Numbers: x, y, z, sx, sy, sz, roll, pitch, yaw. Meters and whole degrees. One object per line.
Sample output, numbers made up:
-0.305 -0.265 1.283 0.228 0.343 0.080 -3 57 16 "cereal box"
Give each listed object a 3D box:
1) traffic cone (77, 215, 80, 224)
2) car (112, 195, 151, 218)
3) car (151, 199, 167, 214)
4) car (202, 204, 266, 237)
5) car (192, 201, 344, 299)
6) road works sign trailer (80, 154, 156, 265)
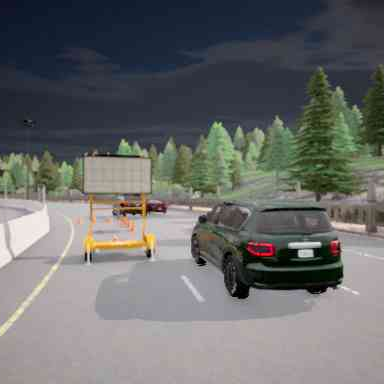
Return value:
-8.038 1.975 23.823 0.340 0.580 0.340 0 0 -18 "traffic cone"
-5.799 1.246 30.314 2.150 2.045 5.566 0 0 -25 "car"
-4.299 1.507 35.145 1.882 1.535 5.008 0 0 -27 "car"
2.247 1.521 19.313 1.837 1.490 4.892 0 0 -17 "car"
1.529 1.230 8.792 2.150 2.045 5.566 0 0 -12 "car"
-2.658 0.474 11.893 2.380 3.560 2.880 0 0 -18 "road works sign trailer"
